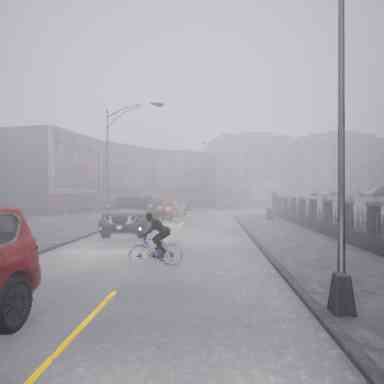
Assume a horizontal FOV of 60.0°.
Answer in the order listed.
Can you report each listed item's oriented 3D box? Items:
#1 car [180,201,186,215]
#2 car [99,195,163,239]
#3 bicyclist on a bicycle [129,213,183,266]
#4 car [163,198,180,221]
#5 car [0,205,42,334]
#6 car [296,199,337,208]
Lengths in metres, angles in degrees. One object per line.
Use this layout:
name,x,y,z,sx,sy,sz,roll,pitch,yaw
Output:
car,-1.854,1.527,31.608,1.812,1.442,4.674,0,0,15
car,-3.158,1.216,17.761,2.150,2.045,5.566,0,1,3
bicyclist on a bicycle,-1.113,1.451,10.048,1.656,1.620,0.582,-2,0,3
car,-2.442,1.352,27.187,2.097,1.767,4.553,0,0,3
car,-3.951,1.221,3.888,2.150,2.045,5.566,0,0,4
car,13.337,1.491,36.216,4.902,1.511,2.128,0,0,3
